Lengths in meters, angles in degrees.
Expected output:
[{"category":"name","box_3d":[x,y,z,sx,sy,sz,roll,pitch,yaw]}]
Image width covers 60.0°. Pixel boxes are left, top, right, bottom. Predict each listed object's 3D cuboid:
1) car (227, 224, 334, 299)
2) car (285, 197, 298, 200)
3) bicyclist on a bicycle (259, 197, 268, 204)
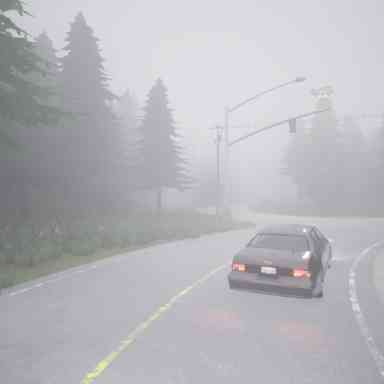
[{"category":"car","box_3d":[2.536,1.547,8.645,2.033,1.411,5.357,0,0,25]},{"category":"car","box_3d":[19.698,1.591,65.541,4.181,1.385,1.994,0,0,-44]},{"category":"bicyclist on a bicycle","box_3d":[8.680,1.480,40.159,1.656,1.620,0.582,0,0,-1]}]
